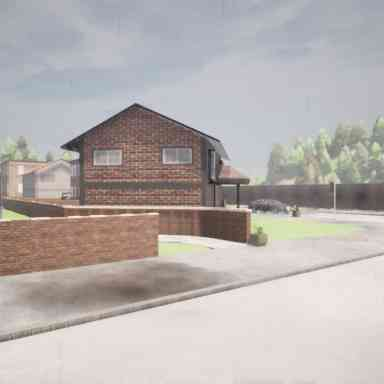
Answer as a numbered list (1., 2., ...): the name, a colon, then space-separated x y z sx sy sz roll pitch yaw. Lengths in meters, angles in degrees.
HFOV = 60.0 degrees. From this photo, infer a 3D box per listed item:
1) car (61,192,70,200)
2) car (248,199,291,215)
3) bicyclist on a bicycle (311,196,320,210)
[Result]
1. car: -14.086 0.972 38.786 1.905 1.878 3.866 0 0 -35
2. car: 7.995 1.489 34.399 2.128 1.511 4.902 0 0 -35
3. bicyclist on a bicycle: 14.680 1.346 39.488 1.656 1.620 0.582 0 0 -35
